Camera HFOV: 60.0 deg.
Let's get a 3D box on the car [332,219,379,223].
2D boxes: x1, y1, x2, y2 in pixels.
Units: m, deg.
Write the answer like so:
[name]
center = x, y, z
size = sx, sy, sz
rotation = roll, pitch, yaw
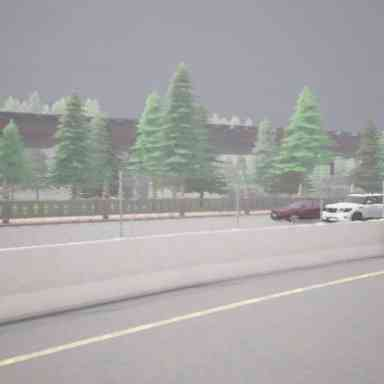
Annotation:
[car]
center = 11.206, 1.114, 21.794
size = 5.566, 2.045, 2.150
rotation = 0, 0, -23
